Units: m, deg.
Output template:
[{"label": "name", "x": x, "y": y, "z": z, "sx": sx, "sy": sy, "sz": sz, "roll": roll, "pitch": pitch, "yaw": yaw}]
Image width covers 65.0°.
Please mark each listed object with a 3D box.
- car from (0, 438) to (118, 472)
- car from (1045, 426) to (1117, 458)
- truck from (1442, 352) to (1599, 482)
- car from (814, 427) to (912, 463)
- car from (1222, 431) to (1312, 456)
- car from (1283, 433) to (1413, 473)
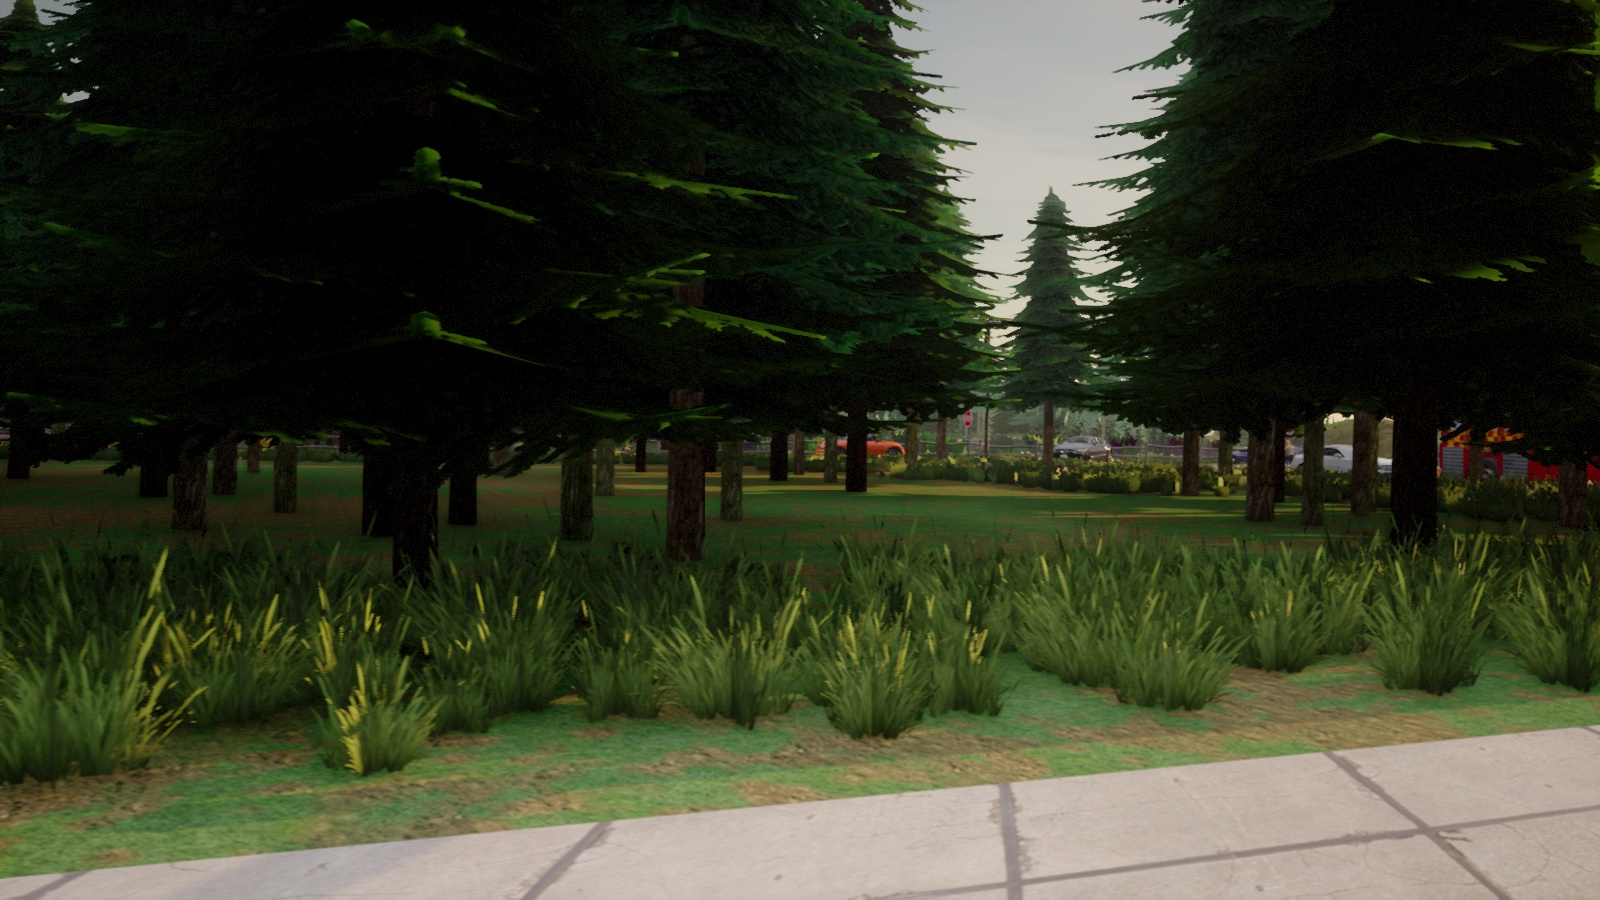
[{"label": "car", "x": -32.924, "y": 0.212, "z": 55.443, "sx": 4.674, "sy": 1.442, "sz": 1.812, "roll": -1, "pitch": 1, "yaw": -20}, {"label": "car", "x": 15.527, "y": -0.460, "z": 69.173, "sx": 2.152, "sy": 1.651, "sz": 5.027, "roll": 0, "pitch": 1, "yaw": 34}, {"label": "truck", "x": 24.527, "y": -1.003, "z": 38.962, "sx": 2.891, "sy": 3.827, "sz": 8.468, "roll": -1, "pitch": 1, "yaw": -21}, {"label": "car", "x": 3.214, "y": -0.265, "z": 64.368, "sx": 4.553, "sy": 1.767, "sz": 2.097, "roll": -1, "pitch": 1, "yaw": -18}, {"label": "car", "x": 28.326, "y": -0.415, "z": 76.227, "sx": 4.792, "sy": 1.488, "sz": 2.163, "roll": -1, "pitch": 1, "yaw": -18}, {"label": "car", "x": 20.987, "y": 0.074, "z": 48.303, "sx": 1.812, "sy": 1.442, "sz": 4.674, "roll": -1, "pitch": 1, "yaw": -21}]
